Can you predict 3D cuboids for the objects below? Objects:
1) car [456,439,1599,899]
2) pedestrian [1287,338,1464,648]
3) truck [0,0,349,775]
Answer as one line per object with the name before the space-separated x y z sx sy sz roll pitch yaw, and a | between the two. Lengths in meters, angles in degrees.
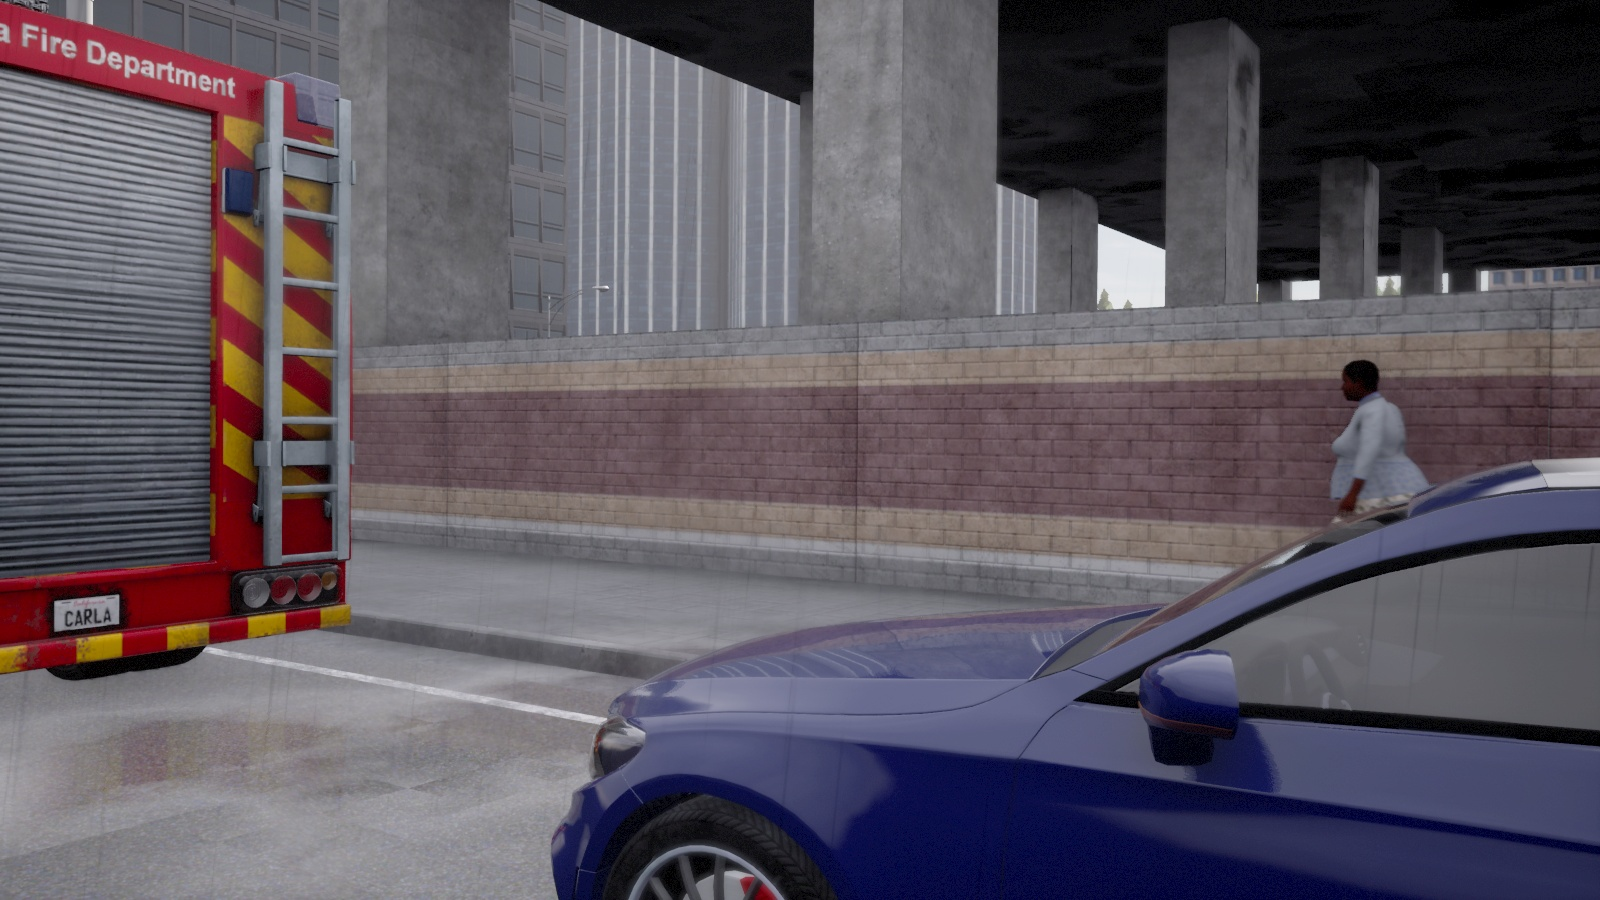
car | 1.618 0.708 2.546 4.674 1.442 1.812 0 1 33
pedestrian | 3.725 0.251 8.111 0.900 1.855 0.874 0 1 34
truck | -6.880 -0.483 8.172 8.468 3.827 2.891 0 1 34
